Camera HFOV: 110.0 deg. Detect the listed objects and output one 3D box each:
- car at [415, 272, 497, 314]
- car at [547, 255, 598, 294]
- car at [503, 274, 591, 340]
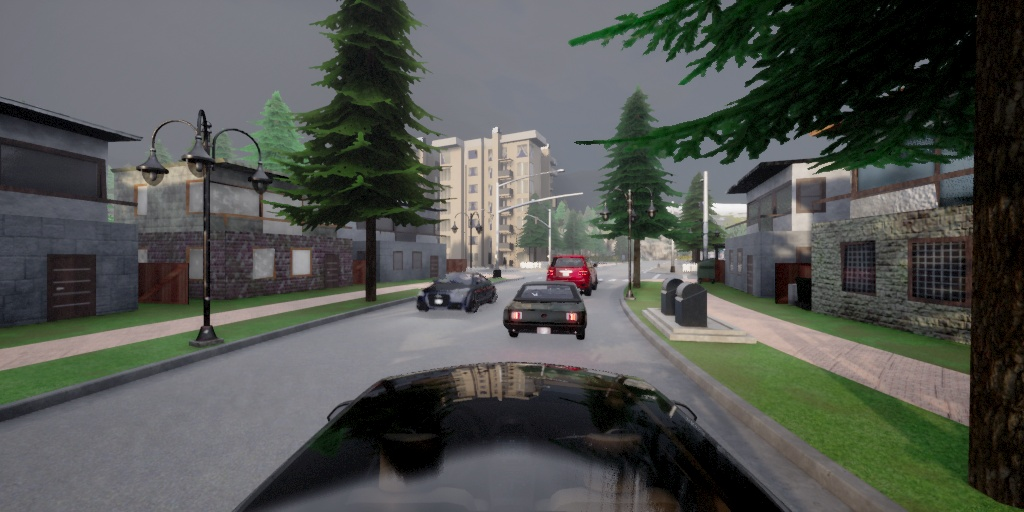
[{"bbox_3d":[-1.971,1.314,13.754,1.994,1.385,4.181,0,0,13],"label":"car"},{"bbox_3d":[3.366,0.971,19.553,2.150,2.045,5.566,0,0,18],"label":"car"},{"bbox_3d":[1.071,1.351,10.057,1.895,1.301,4.718,0,0,9],"label":"car"}]
